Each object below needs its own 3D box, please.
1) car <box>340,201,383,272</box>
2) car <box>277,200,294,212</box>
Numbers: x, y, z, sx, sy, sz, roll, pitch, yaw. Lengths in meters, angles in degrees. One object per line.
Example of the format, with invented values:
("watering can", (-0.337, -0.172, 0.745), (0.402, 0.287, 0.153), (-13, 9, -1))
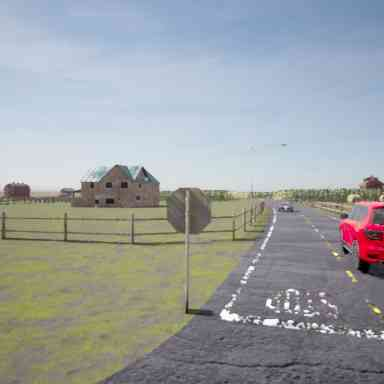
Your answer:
("car", (6.299, 1.321, 10.935), (2.150, 2.045, 5.566), (0, 0, 17))
("car", (12.432, 1.816, 44.257), (2.128, 1.511, 4.902), (0, 0, 13))
